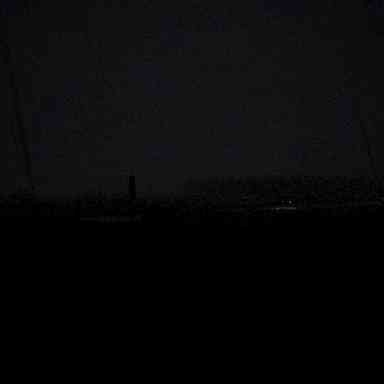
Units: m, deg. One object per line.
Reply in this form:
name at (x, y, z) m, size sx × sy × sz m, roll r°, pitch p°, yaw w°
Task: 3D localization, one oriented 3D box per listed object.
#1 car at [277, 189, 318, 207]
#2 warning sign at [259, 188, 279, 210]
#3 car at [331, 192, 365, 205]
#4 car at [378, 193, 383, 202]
car at (12.640, 0.643, 39.553) m, size 5.566 × 2.045 × 2.150 m, roll -1°, pitch 0°, yaw -34°
warning sign at (6.695, 0.626, 29.120) m, size 1.060 × 1.860 × 1.300 m, roll 0°, pitch -1°, yaw -34°
car at (19.052, 0.798, 40.436) m, size 5.008 × 1.535 × 1.882 m, roll -1°, pitch 0°, yaw -34°
car at (27.704, 0.718, 46.377) m, size 4.674 × 1.442 × 1.812 m, roll -1°, pitch 0°, yaw -34°
